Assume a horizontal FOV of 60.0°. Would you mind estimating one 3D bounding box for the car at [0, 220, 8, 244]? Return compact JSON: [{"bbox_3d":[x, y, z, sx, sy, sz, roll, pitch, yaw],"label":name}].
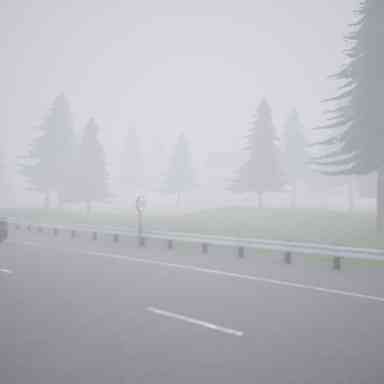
[{"bbox_3d":[-10.420,1.583,15.174,5.008,1.535,1.882,0,-1,33],"label":"car"}]
